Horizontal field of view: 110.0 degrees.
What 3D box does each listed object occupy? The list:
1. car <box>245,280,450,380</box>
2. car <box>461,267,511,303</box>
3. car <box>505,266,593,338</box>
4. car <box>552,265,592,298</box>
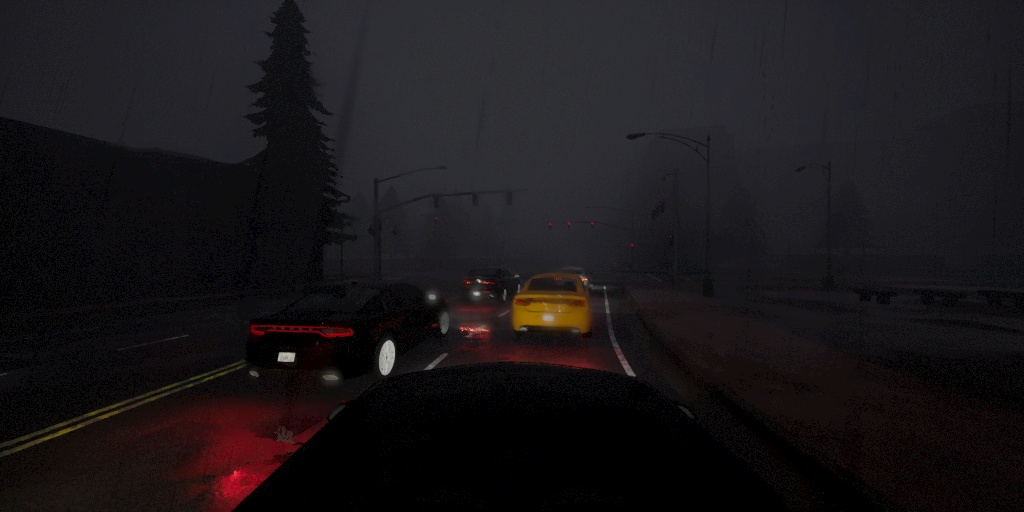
[{"bbox_3d":[-2.764,1.228,7.347,1.882,1.535,5.008,0,0,7],"label":"car"},{"bbox_3d":[-0.860,1.255,16.651,1.837,1.490,4.892,0,0,13],"label":"car"},{"bbox_3d":[1.301,1.228,10.377,1.882,1.535,5.008,0,0,11],"label":"car"},{"bbox_3d":[3.369,1.274,19.407,1.812,1.442,4.674,0,0,14],"label":"car"}]
